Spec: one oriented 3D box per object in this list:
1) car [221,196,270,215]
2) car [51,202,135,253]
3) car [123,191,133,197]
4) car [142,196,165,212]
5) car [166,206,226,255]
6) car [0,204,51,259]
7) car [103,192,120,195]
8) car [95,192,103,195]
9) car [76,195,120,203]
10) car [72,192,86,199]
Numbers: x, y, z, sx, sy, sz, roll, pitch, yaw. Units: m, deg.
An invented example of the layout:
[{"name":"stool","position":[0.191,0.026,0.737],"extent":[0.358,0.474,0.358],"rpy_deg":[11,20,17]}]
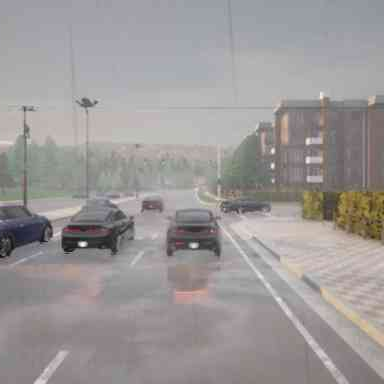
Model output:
[{"name":"car","position":[4.745,1.167,29.207],"extent":[4.892,1.490,1.837],"rpy_deg":[0,-2,-34]},{"name":"car","position":[-3.433,1.355,12.891],"extent":[1.837,1.490,4.892],"rpy_deg":[0,1,0]},{"name":"car","position":[-16.316,0.554,85.353],"extent":[2.033,1.411,5.357],"rpy_deg":[0,1,0]},{"name":"car","position":[-3.744,1.103,32.335],"extent":[1.882,1.535,5.008],"rpy_deg":[0,1,-2]},{"name":"car","position":[0.067,1.358,12.668],"extent":[1.837,1.490,4.892],"rpy_deg":[0,1,0]},{"name":"car","position":[-6.936,1.210,12.179],"extent":[2.097,1.767,4.553],"rpy_deg":[0,1,0]},{"name":"car","position":[-16.318,0.682,68.907],"extent":[1.882,1.535,5.008],"rpy_deg":[0,1,0]},{"name":"car","position":[-23.316,0.561,85.254],"extent":[1.994,1.385,4.181],"rpy_deg":[0,1,0]},{"name":"car","position":[-7.082,1.248,25.865],"extent":[2.033,1.411,5.357],"rpy_deg":[0,1,-1]},{"name":"car","position":[-23.318,0.758,68.772],"extent":[1.994,1.385,4.181],"rpy_deg":[0,1,0]}]
